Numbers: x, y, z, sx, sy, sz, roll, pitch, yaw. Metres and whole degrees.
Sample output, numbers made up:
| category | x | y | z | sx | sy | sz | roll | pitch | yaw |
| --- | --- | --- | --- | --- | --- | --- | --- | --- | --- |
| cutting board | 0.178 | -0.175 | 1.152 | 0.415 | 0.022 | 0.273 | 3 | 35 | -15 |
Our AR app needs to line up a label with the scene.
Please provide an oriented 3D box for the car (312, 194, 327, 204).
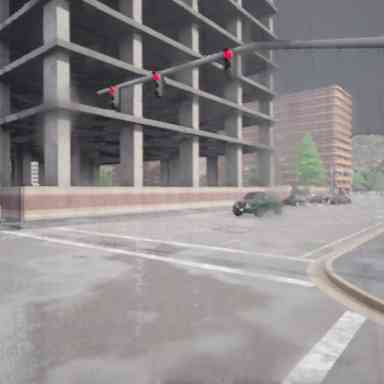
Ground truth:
| category | x | y | z | sx | sy | sz | roll | pitch | yaw |
| --- | --- | --- | --- | --- | --- | --- | --- | --- | --- |
| car | 19.081 | 1.022 | 49.472 | 1.837 | 1.490 | 4.892 | 0 | 0 | 39 |

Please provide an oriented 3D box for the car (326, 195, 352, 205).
| category | x | y | z | sx | sy | sz | roll | pitch | yaw |
| --- | --- | --- | --- | --- | --- | --- | --- | --- | --- |
| car | 20.422 | 1.101 | 45.609 | 1.994 | 1.385 | 4.181 | 0 | 0 | 40 |

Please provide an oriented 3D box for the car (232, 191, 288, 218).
| category | x | y | z | sx | sy | sz | roll | pitch | yaw |
| --- | --- | --- | --- | --- | --- | --- | --- | --- | --- |
| car | 5.467 | 0.959 | 27.241 | 2.150 | 2.045 | 5.566 | 0 | 1 | 39 |

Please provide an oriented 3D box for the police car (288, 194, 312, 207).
| category | x | y | z | sx | sy | sz | roll | pitch | yaw |
| --- | --- | --- | --- | --- | --- | --- | --- | --- | --- |
| police car | 12.944 | 1.025 | 41.884 | 1.930 | 1.638 | 5.238 | 0 | 0 | 39 |
